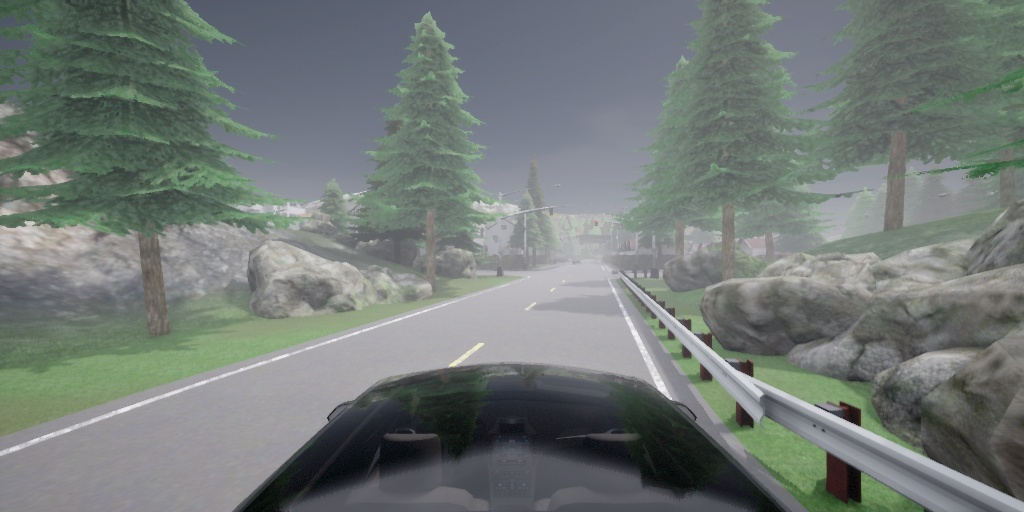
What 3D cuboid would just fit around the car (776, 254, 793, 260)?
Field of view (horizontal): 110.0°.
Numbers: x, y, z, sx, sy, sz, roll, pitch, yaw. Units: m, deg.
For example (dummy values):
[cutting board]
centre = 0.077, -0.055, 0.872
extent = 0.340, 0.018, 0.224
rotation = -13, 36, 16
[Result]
[car]
centre = 27.466, 0.883, 33.144
extent = 5.566, 2.045, 2.150
rotation = 1, 0, 14
